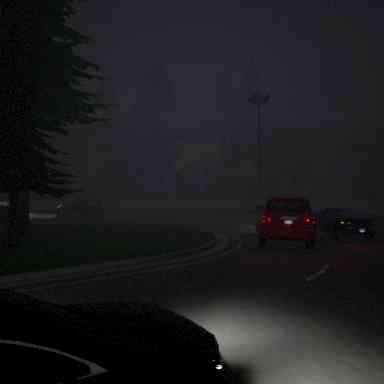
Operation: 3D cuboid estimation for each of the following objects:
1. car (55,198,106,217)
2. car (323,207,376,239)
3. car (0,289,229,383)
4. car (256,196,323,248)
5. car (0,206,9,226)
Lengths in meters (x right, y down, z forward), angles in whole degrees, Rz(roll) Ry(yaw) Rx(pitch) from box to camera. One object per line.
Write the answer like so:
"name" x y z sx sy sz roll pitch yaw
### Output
"car" -10.466 1.345 31.508 4.553 1.767 2.097 0 0 -13
"car" 7.454 1.514 17.007 1.812 1.442 4.674 1 0 -2
"car" -1.896 1.504 2.384 4.892 1.490 1.837 0 0 -36
"car" 4.105 1.213 14.930 2.150 2.045 5.566 1 0 12
"car" -13.871 1.491 21.236 2.128 1.511 4.902 -1 0 39
